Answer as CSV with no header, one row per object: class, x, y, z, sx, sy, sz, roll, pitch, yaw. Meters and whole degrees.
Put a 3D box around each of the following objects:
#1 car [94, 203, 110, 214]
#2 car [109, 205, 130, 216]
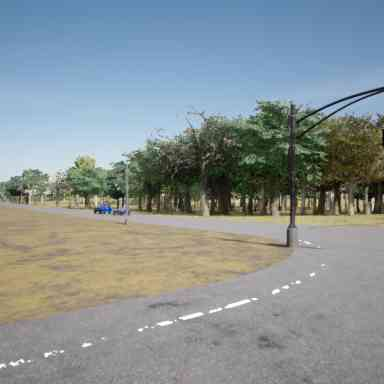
car,-17.590,3.259,65.381,2.150,2.045,5.566,1,-2,-33
car,-12.093,3.272,56.974,1.812,1.442,4.674,1,-2,-33
